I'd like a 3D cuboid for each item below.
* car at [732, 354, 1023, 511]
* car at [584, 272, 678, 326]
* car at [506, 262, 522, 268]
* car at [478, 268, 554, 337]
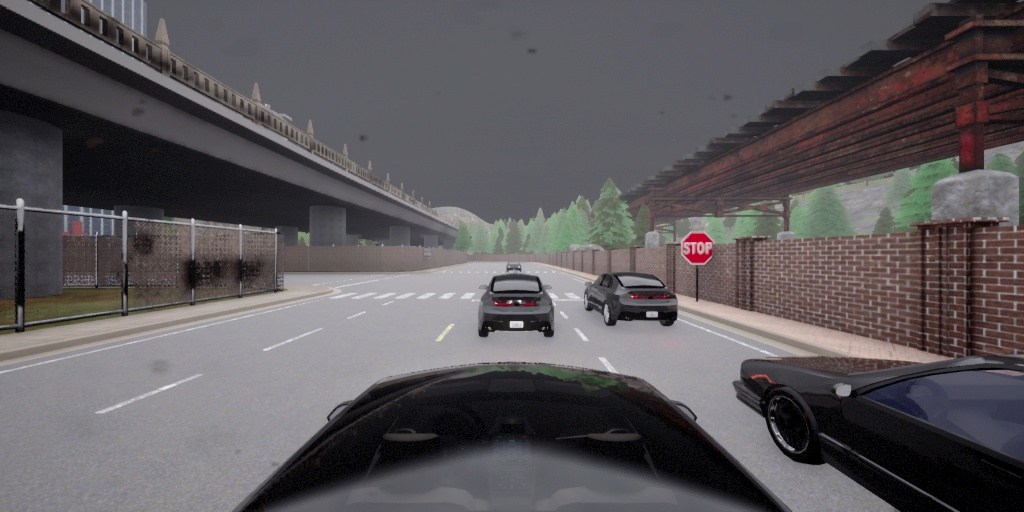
[{"bbox_3d":[3.600,1.297,1.883,2.033,1.411,5.357,0,0,0],"label":"car"},{"bbox_3d":[3.607,1.255,11.629,1.837,1.490,4.892,0,0,0],"label":"car"},{"bbox_3d":[0.227,1.351,45.473,1.895,1.301,4.718,0,0,-1],"label":"car"},{"bbox_3d":[0.104,1.255,10.273,1.837,1.490,4.892,0,0,0],"label":"car"}]
